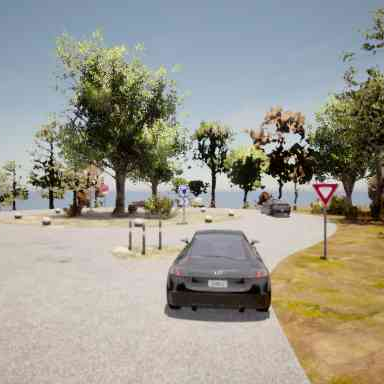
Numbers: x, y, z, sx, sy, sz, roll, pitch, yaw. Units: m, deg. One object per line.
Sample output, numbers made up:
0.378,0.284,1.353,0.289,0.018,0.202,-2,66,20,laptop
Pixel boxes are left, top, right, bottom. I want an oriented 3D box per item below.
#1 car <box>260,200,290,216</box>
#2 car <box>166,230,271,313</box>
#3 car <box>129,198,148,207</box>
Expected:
8.081,1.489,32.682,2.128,1.511,4.902,0,0,-3,car
0.640,1.563,7.782,1.994,1.385,4.181,0,0,5,car
-6.278,1.522,45.097,4.674,1.442,1.812,0,-1,1,car
